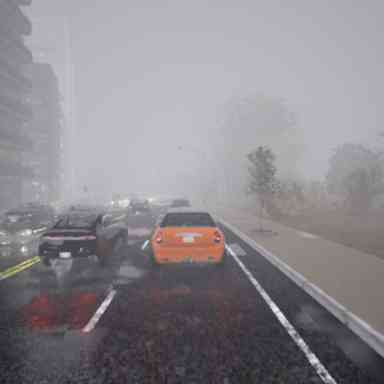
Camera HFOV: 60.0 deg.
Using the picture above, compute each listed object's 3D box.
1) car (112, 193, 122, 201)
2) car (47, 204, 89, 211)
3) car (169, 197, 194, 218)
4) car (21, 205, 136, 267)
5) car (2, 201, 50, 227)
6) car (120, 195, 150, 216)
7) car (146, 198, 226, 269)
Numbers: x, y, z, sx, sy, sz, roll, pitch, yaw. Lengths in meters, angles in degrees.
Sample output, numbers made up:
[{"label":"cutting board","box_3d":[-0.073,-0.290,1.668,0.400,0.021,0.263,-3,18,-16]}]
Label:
[{"label":"car","box_3d":[-14.737,1.042,65.589,1.837,1.490,4.892,0,1,-8]},{"label":"car","box_3d":[-7.222,1.476,21.267,1.895,1.301,4.718,0,0,-3]},{"label":"car","box_3d":[-0.978,1.258,28.376,1.882,1.535,5.008,0,0,-4]},{"label":"car","box_3d":[-3.403,1.424,11.186,2.128,1.511,4.902,0,1,-2]},{"label":"car","box_3d":[-10.544,1.382,21.875,2.128,1.511,4.902,0,0,-3]},{"label":"car","box_3d":[-4.129,1.305,26.675,2.128,1.511,4.902,0,0,-3]},{"label":"car","box_3d":[-0.150,1.267,11.049,2.097,1.767,4.553,0,1,-1]}]
